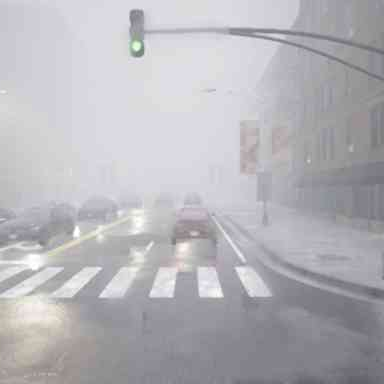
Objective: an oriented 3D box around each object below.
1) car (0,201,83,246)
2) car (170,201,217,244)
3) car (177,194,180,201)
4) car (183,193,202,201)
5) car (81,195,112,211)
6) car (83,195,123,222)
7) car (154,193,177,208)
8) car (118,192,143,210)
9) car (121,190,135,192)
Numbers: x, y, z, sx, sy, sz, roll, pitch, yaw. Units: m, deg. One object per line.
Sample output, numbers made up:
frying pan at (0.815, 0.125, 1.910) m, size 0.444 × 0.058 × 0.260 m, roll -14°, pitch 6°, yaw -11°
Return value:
car at (-6.608, 1.361, 14.619) m, size 1.812 × 1.442 × 4.674 m, roll 0°, pitch 1°, yaw 0°
car at (0.087, 1.351, 14.715) m, size 1.812 × 1.442 × 4.674 m, roll 0°, pitch 1°, yaw 0°
car at (-3.216, 0.850, 59.645) m, size 1.994 × 1.385 × 4.181 m, roll 0°, pitch 1°, yaw 0°
car at (0.065, 0.886, 39.133) m, size 2.097 × 1.767 × 4.553 m, roll 0°, pitch 1°, yaw 0°
car at (-9.866, 1.103, 34.774) m, size 1.837 × 1.490 × 4.892 m, roll 0°, pitch 1°, yaw 0°
car at (-6.612, 1.203, 23.891) m, size 1.882 × 1.535 × 5.008 m, roll 0°, pitch 1°, yaw 0°
car at (-3.185, 0.890, 39.069) m, size 2.097 × 1.767 × 4.553 m, roll 0°, pitch 1°, yaw 0°
car at (-6.614, 1.052, 36.446) m, size 1.882 × 1.535 × 5.008 m, roll 0°, pitch 1°, yaw 0°
car at (-9.795, 0.708, 50.329) m, size 2.150 × 2.045 × 5.566 m, roll 0°, pitch 1°, yaw 0°
